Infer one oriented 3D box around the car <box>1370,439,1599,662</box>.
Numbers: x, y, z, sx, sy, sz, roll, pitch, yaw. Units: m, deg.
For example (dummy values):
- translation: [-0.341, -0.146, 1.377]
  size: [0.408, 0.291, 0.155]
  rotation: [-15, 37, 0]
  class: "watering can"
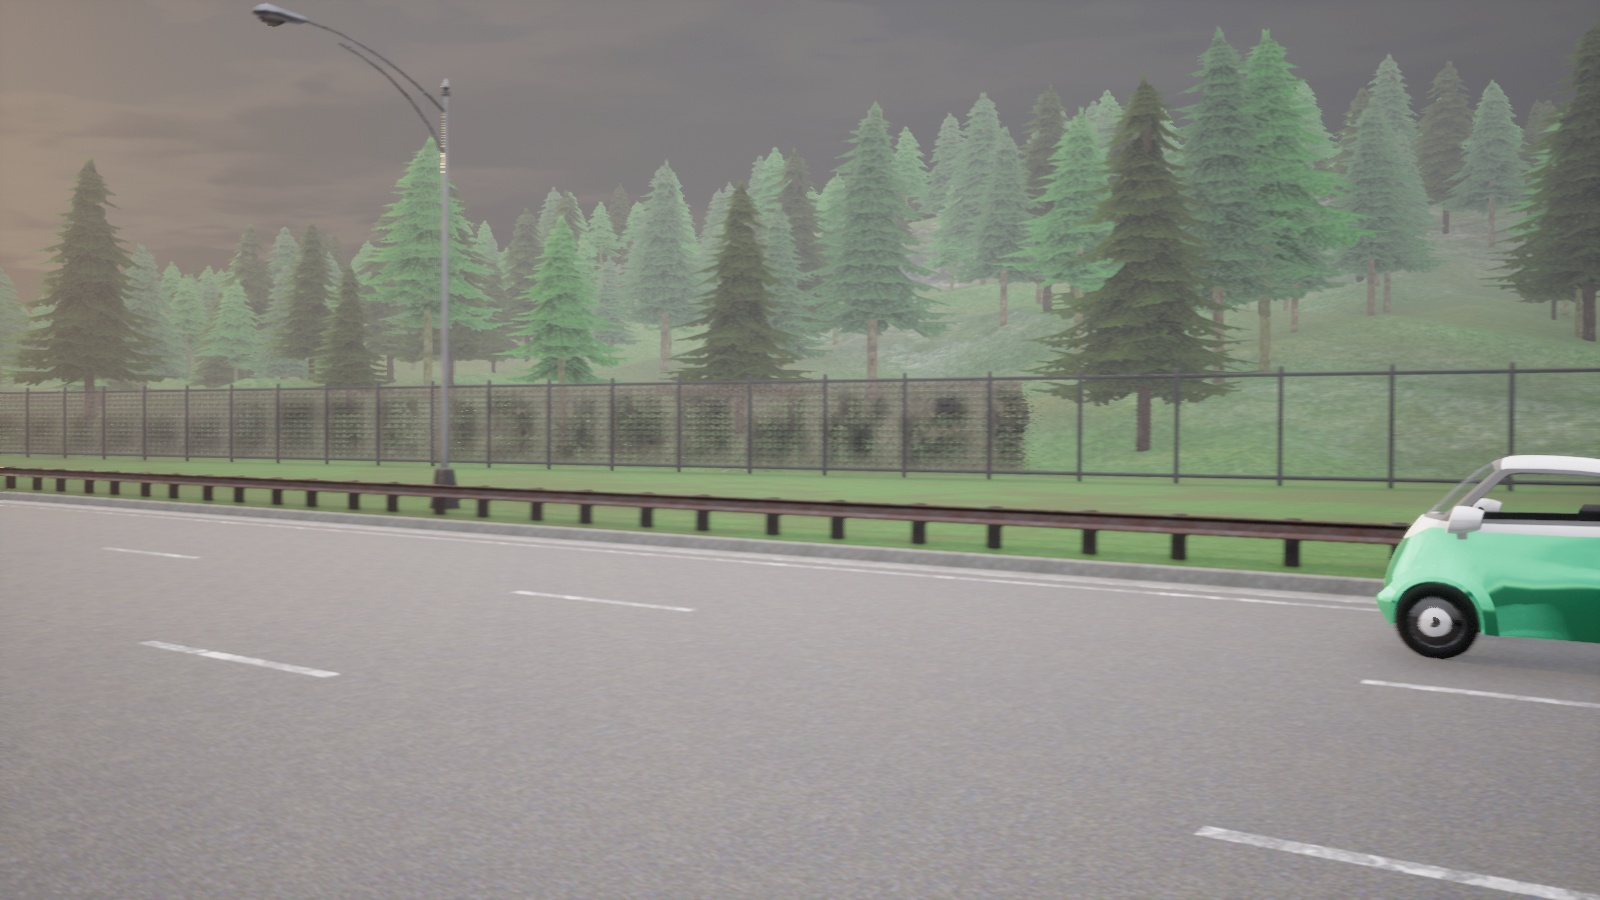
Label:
- translation: [5.214, 0.622, 8.564]
  size: [2.207, 1.376, 1.481]
  rotation: [0, 1, 34]
  class: "car"
